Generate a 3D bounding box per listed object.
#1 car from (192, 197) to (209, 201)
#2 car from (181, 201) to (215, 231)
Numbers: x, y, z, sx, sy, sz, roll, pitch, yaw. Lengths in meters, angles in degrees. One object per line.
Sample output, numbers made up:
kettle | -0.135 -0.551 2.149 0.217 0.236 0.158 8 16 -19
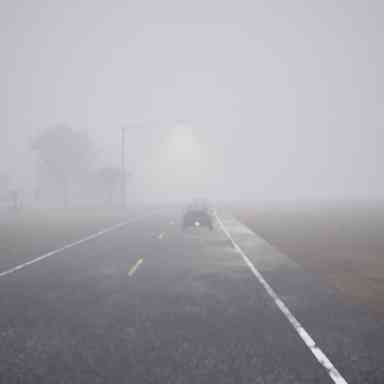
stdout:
car | 0.996 1.375 39.478 2.097 1.767 4.553 0 0 3
car | 0.351 1.519 20.937 1.837 1.490 4.892 0 0 1
